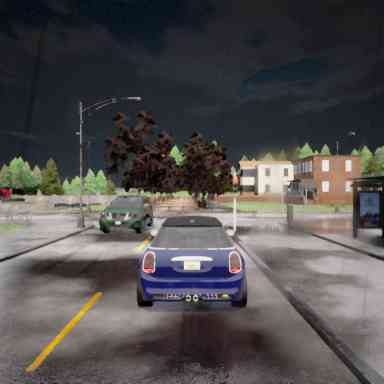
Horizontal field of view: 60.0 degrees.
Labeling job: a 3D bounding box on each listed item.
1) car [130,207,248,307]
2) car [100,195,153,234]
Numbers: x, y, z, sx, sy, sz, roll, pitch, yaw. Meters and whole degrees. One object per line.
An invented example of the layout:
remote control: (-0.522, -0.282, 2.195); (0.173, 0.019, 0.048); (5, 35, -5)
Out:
car: (0.010, 1.352, 8.140); (2.097, 1.767, 4.553); (0, 0, 0)
car: (-3.646, 1.221, 19.730); (2.150, 2.045, 5.566); (1, 0, 3)
